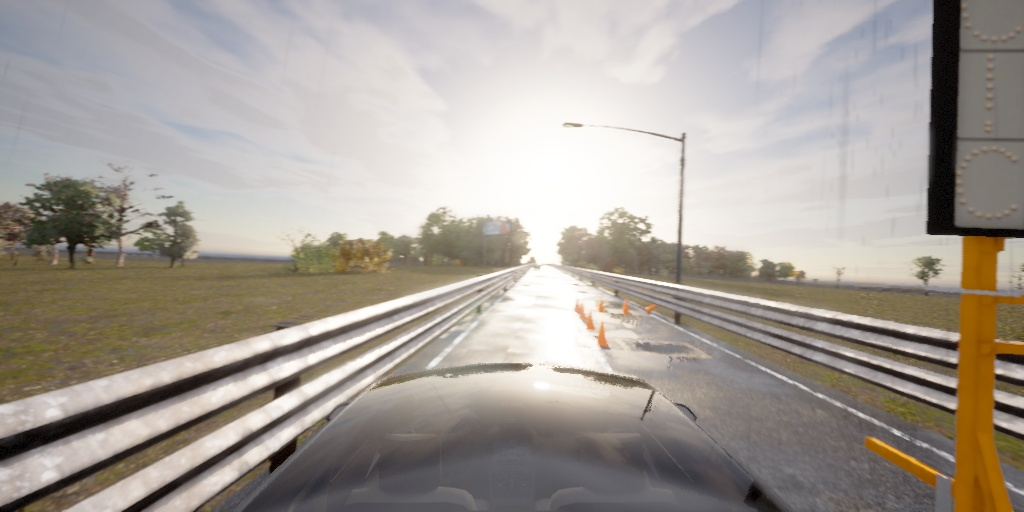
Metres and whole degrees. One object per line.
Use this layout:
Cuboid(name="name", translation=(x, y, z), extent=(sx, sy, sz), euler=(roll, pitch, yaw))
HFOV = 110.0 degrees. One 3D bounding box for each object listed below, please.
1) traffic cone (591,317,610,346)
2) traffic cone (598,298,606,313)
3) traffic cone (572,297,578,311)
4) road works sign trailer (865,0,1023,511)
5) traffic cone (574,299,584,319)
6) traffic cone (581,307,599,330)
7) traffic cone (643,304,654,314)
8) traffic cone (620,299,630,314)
Cuboid(name="traffic cone", translation=(2.214, 1.886, 8.866), extent=(0.340, 0.580, 0.340), euler=(0, 0, 4))
Cuboid(name="traffic cone", translation=(3.659, 2.019, 14.774), extent=(0.340, 0.580, 0.340), euler=(0, 0, 4))
Cuboid(name="traffic cone", translation=(2.663, 1.976, 14.849), extent=(0.340, 0.580, 0.340), euler=(0, 0, 4))
Cuboid(name="road works sign trailer", translation=(3.076, 0.350, 1.786), extent=(2.380, 3.560, 2.880), euler=(0, 0, 5))
Cuboid(name="traffic cone", translation=(2.513, 1.946, 12.855), extent=(0.340, 0.580, 0.340), euler=(0, 0, 4))
Cuboid(name="traffic cone", translation=(2.363, 1.916, 10.861), extent=(0.340, 0.580, 0.340), euler=(0, 0, 4))
Cuboid(name="traffic cone", translation=(5.511, 1.969, 14.675), extent=(0.340, 0.580, 0.340), euler=(0, 0, 9))
Cuboid(name="traffic cone", translation=(4.655, 2.062, 14.698), extent=(0.340, 0.580, 0.340), euler=(0, 0, 4))
